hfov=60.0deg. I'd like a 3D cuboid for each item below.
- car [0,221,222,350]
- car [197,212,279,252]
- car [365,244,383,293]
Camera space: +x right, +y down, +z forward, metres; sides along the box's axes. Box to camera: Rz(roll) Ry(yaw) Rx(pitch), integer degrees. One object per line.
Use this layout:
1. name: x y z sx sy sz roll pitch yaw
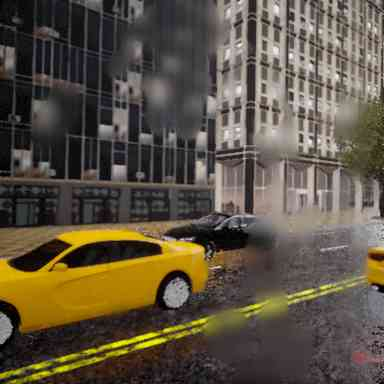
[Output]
1. car: -2.005 1.488 6.248 5.008 1.535 1.882 0 0 -36
2. car: 1.187 1.539 12.516 4.902 1.511 2.128 0 0 -35
3. car: 6.017 1.533 7.717 5.008 1.535 1.882 0 0 -35
